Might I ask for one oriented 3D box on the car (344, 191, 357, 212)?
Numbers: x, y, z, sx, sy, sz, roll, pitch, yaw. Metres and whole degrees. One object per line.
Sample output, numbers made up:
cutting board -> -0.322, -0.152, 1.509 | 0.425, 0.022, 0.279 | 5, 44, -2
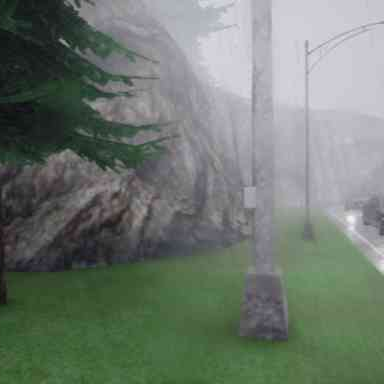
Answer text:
car -> 12.072, 0.644, 23.728 | 1.994, 1.385, 4.181 | 0, 2, 28

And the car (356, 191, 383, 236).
car -> 8.703, 0.892, 14.355 | 1.882, 1.535, 5.008 | 0, 2, 17
